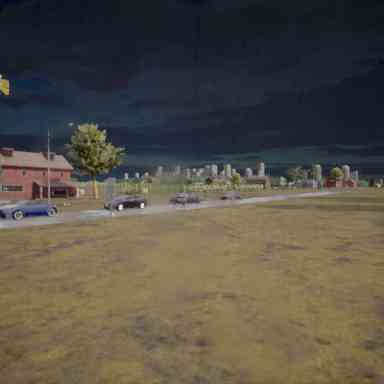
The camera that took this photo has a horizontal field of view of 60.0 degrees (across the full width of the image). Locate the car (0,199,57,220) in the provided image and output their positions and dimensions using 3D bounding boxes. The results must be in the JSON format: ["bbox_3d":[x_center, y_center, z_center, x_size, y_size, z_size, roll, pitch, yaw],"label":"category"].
[{"bbox_3d":[-12.369,1.263,25.014,1.994,1.385,4.181,1,2,34],"label":"car"}]

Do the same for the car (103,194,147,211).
[{"bbox_3d":[-6.566,1.006,33.027,1.837,1.490,4.892,1,2,36],"label":"car"}]

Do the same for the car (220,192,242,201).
[{"bbox_3d":[5.892,0.627,50.157,1.994,1.385,4.181,1,2,36],"label":"car"}]

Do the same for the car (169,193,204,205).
[{"bbox_3d":[-0.562,0.839,41.321,2.033,1.411,5.357,1,2,36],"label":"car"}]
